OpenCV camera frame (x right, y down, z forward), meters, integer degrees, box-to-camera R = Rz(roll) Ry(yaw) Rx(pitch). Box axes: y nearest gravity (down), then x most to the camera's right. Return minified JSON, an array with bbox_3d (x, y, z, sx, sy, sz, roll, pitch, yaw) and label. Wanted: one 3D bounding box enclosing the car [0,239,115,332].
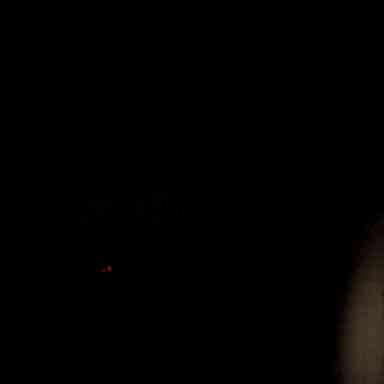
[{"bbox_3d":[-3.472,1.537,5.604,4.181,1.385,1.994,0,0,-34],"label":"car"}]
